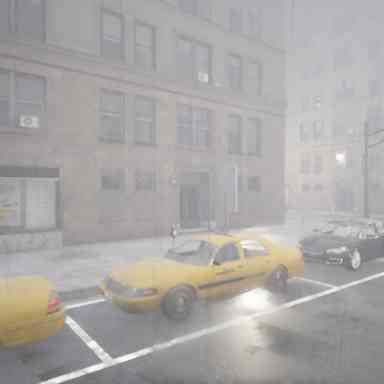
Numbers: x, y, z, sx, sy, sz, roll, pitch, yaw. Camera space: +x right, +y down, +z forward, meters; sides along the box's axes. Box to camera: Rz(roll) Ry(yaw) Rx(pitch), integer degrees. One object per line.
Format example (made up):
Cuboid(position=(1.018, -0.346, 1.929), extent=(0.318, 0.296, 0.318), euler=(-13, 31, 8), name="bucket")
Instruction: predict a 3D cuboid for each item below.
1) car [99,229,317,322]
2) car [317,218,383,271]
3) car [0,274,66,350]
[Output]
Cuboid(position=(0.477, 1.519, 7.219), extent=(4.829, 1.417, 1.752), euler=(0, 0, -37), name="car")
Cuboid(position=(5.149, 1.535, 10.718), extent=(4.403, 1.369, 2.008), euler=(0, 0, -37), name="car")
Cuboid(position=(-4.060, 1.527, 3.820), extent=(4.829, 1.417, 1.752), euler=(0, 0, -37), name="car")
